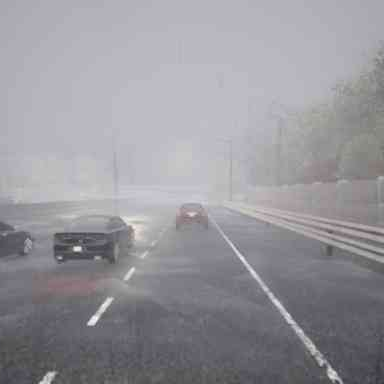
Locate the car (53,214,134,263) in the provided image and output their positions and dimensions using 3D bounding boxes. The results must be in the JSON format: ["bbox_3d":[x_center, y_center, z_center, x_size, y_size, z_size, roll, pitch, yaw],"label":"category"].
[{"bbox_3d":[-3.399,1.557,12.348,1.882,1.535,5.008,0,0,0],"label":"car"}]

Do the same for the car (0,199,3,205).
[{"bbox_3d":[-24.550,1.843,38.726,1.994,1.385,4.181,0,0,1],"label":"car"}]

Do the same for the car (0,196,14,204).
[{"bbox_3d":[-28.048,1.581,48.219,2.150,2.045,5.566,0,0,1],"label":"car"}]

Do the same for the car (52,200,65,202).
[{"bbox_3d":[-21.040,1.943,52.435,2.033,1.411,5.357,0,0,1],"label":"car"}]

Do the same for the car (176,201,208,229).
[{"bbox_3d":[0.000,1.506,23.058,2.097,1.767,4.553,0,0,0],"label":"car"}]

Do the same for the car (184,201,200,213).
[{"bbox_3d":[-0.002,1.831,41.792,1.812,1.442,4.674,0,0,0],"label":"car"}]

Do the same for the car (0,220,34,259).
[{"bbox_3d":[-6.901,1.573,10.686,1.837,1.490,4.892,0,0,0],"label":"car"}]
